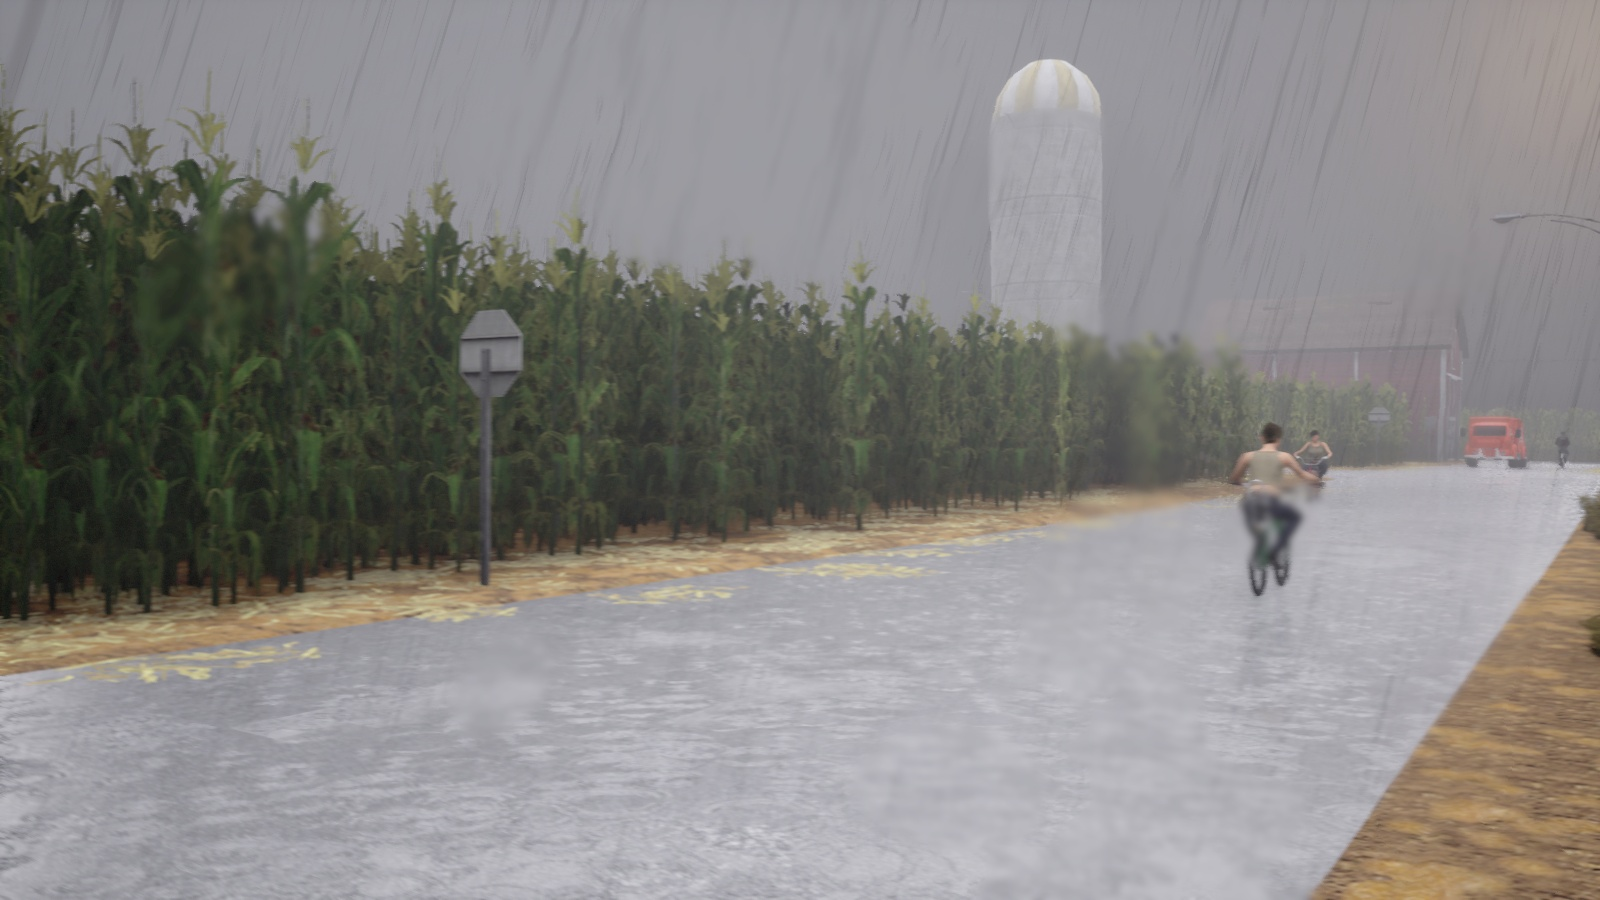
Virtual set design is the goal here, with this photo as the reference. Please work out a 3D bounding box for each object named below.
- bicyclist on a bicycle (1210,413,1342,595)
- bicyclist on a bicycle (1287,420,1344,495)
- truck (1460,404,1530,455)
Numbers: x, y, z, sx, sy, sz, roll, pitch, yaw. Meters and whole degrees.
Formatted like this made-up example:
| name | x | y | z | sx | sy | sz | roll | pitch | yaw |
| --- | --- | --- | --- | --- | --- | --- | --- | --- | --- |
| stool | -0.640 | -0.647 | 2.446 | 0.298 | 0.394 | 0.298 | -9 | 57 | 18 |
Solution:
| name | x | y | z | sx | sy | sz | roll | pitch | yaw |
| --- | --- | --- | --- | --- | --- | --- | --- | --- | --- |
| bicyclist on a bicycle | 4.555 | 0.467 | 11.955 | 0.866 | 1.612 | 1.509 | 0 | 1 | 33 |
| bicyclist on a bicycle | 11.441 | 0.150 | 27.862 | 0.866 | 1.612 | 1.509 | 0 | 1 | 34 |
| truck | 34.926 | -1.001 | 63.036 | 2.627 | 2.467 | 5.204 | 0 | 0 | 34 |
